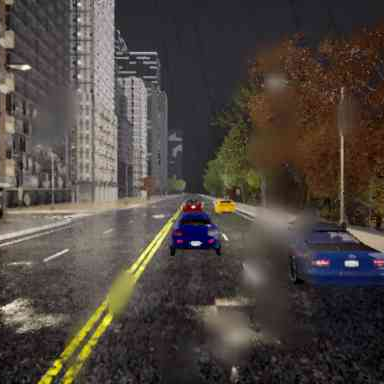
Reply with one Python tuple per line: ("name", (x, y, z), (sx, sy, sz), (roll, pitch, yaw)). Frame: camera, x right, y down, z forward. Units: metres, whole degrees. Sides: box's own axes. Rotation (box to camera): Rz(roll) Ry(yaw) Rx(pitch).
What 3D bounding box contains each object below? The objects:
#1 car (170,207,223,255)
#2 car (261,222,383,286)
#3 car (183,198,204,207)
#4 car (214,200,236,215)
("car", (0.123, 1.541, 13.330), (1.812, 1.442, 4.674), (0, 0, 0))
("car", (3.366, 1.558, 9.511), (2.033, 1.411, 5.357), (0, 0, 0))
("car", (0.147, 1.430, 33.045), (2.097, 1.767, 4.553), (0, 0, 0))
("car", (3.402, 1.529, 34.908), (1.882, 1.535, 5.008), (0, 0, 0))
